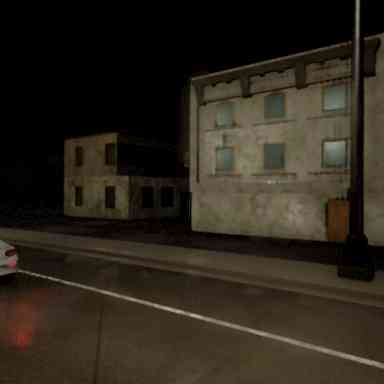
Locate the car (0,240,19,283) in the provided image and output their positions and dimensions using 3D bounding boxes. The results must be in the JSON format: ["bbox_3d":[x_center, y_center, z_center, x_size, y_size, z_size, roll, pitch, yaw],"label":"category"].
[{"bbox_3d":[-6.191,1.550,8.414,4.674,1.442,1.812,-1,0,36],"label":"car"}]
